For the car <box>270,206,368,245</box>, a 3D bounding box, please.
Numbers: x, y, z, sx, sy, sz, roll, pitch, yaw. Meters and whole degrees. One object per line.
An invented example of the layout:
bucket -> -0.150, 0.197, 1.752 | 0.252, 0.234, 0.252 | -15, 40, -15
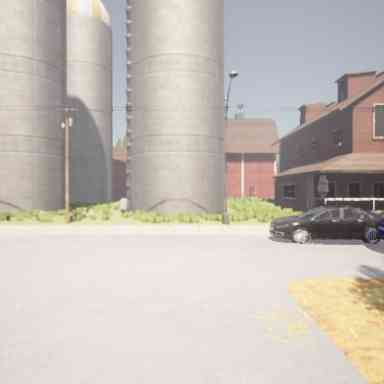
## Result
car -> 5.802, 1.355, 14.131 | 4.892, 1.490, 1.837 | 0, 1, 0

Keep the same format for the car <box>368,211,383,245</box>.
car -> 9.387, 1.103, 11.206 | 5.566, 2.045, 2.150 | 0, 0, 7
